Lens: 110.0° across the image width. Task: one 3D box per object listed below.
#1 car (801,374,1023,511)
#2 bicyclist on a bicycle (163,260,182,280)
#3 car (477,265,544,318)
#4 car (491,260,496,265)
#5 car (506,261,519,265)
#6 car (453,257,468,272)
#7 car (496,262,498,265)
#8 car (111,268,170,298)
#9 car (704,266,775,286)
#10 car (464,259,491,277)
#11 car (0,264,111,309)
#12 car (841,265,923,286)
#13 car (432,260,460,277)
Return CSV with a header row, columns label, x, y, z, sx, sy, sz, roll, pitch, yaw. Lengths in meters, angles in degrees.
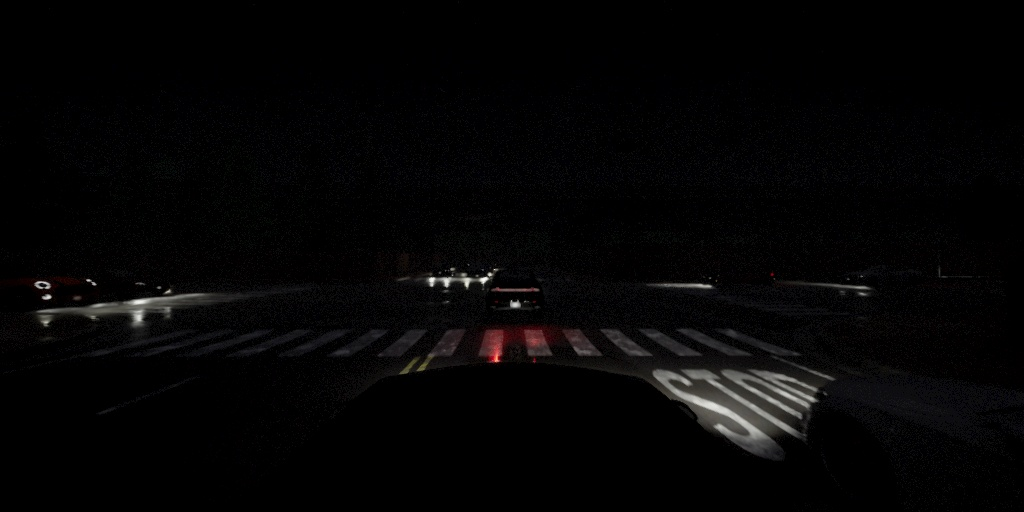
label,x,y,z,sx,sy,sz,roll,pitch,yaw
car,3.587,1.274,1.344,1.812,1.442,4.674,0,0,0
bicyclist on a bicycle,-27.266,1.116,28.803,0.582,1.620,1.656,0,0,0
car,0.100,1.242,13.032,2.128,1.511,4.902,0,0,0
car,-3.585,1.433,47.526,1.882,1.535,5.008,0,0,0
car,0.095,1.524,57.293,1.812,1.442,4.674,0,0,0
car,-7.086,1.181,48.835,2.150,2.045,5.566,0,0,0
car,-3.524,1.501,62.825,1.882,1.535,5.008,0,0,1
car,-19.867,1.292,17.798,4.674,1.442,1.812,0,0,-1
car,15.846,1.363,25.076,4.181,1.385,1.994,0,0,0
car,-3.588,1.390,37.956,1.882,1.535,5.008,0,0,0
car,-19.575,1.103,14.287,4.553,1.767,2.097,0,0,-1
car,25.844,1.326,25.089,4.674,1.442,1.812,0,0,0
car,-7.104,1.417,37.917,1.837,1.490,4.892,0,0,1
